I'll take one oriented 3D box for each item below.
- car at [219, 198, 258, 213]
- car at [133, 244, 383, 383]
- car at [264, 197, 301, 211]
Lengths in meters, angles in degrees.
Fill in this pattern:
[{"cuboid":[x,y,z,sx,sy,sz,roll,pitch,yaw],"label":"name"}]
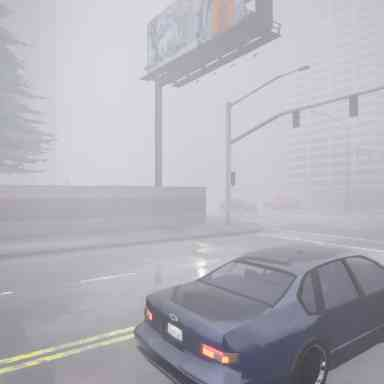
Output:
[{"cuboid":[5.092,1.478,36.865,1.882,1.535,5.008,0,0,-35],"label":"car"},{"cuboid":[1.832,1.547,5.069,5.357,1.411,2.033,0,0,-37],"label":"car"},{"cuboid":[11.006,1.352,40.938,2.097,1.767,4.553,0,0,-35],"label":"car"}]
